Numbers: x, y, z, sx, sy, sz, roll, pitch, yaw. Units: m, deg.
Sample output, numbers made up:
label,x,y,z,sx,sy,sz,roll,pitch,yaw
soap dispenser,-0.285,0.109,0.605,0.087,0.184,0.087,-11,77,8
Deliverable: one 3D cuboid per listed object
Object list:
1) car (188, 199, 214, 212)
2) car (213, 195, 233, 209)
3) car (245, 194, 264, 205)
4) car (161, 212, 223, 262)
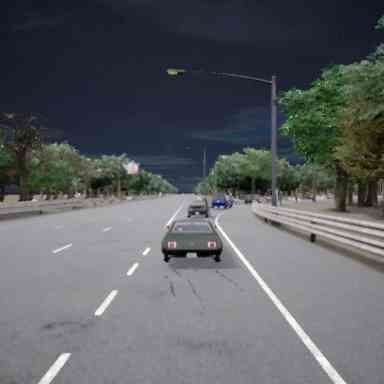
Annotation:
label,x,y,z,sx,sy,sz,roll,pitch,yaw
car,0.760,1.609,31.357,1.837,1.490,4.892,-1,0,7
car,4.396,1.398,47.661,2.150,2.045,5.566,0,0,18
car,12.057,1.441,64.395,2.150,2.045,5.566,0,-1,31
car,0.002,1.642,12.288,1.895,1.301,4.718,0,0,0
